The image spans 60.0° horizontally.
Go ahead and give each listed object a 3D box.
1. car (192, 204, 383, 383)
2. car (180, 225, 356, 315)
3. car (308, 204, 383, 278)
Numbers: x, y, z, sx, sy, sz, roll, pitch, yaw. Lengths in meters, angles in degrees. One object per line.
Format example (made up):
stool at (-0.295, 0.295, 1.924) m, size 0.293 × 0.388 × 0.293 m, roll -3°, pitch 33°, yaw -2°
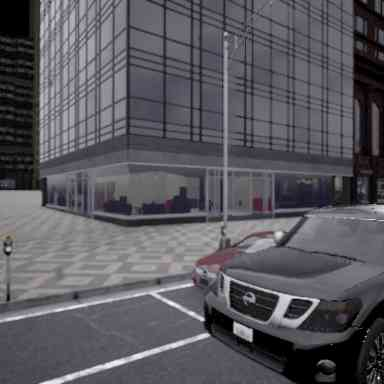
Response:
car at (2.829, 1.254, 5.391) m, size 5.566 × 2.045 × 2.150 m, roll 0°, pitch 0°, yaw -35°
car at (1.960, 1.620, 8.043) m, size 4.206 × 1.307 × 1.802 m, roll 0°, pitch 0°, yaw -35°
car at (6.381, 1.388, 11.191) m, size 5.009 × 1.841 × 2.192 m, roll 0°, pitch 0°, yaw -35°
